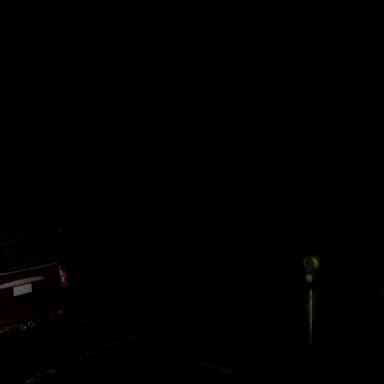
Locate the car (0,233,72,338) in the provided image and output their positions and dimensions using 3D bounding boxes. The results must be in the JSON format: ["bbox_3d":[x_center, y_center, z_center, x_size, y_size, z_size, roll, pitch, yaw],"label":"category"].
[{"bbox_3d":[-4.033,1.440,5.949,4.097,1.590,1.967,0,0,35],"label":"car"}]
